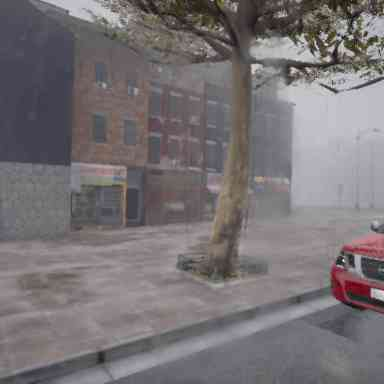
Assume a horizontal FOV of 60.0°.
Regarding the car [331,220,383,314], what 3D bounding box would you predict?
[{"bbox_3d":[5.107,1.151,6.462,5.566,2.045,2.150,-1,0,-34],"label":"car"}]
